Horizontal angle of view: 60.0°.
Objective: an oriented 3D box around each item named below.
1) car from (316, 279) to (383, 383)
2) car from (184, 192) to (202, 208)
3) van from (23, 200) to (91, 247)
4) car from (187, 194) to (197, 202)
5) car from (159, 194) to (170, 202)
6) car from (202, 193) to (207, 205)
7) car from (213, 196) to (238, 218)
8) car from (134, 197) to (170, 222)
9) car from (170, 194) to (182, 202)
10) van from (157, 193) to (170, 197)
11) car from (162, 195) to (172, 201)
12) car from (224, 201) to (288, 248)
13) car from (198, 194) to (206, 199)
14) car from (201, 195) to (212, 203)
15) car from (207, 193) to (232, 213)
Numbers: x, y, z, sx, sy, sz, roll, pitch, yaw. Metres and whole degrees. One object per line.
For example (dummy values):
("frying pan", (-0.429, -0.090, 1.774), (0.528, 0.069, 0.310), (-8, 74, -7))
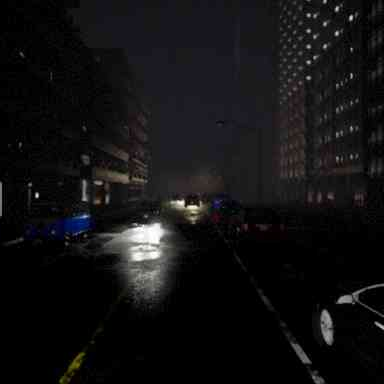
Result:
("car", (2.694, 1.534, 3.332), (2.008, 1.369, 4.403), (0, 0, 0))
("car", (0.009, 1.198, 44.936), (1.882, 1.535, 5.008), (0, 0, 0))
("van", (-5.684, 1.272, 14.377), (1.690, 1.788, 3.998), (0, 0, 0))
("car", (0.012, 1.144, 65.548), (1.837, 1.490, 4.892), (0, 0, 0))
("car", (-5.676, 1.239, 69.436), (1.752, 1.417, 4.829), (0, 0, 0))
("car", (2.702, 1.323, 53.036), (2.008, 1.369, 4.403), (0, 0, 0))
("car", (3.145, 1.347, 28.113), (1.882, 1.535, 5.008), (0, 0, 0))
("car", (-3.095, 1.375, 24.856), (2.128, 1.511, 4.902), (0, 0, 0))
("car", (-2.996, 1.217, 66.327), (1.837, 1.490, 4.892), (0, 0, 0))
("van", (-5.677, 1.073, 64.082), (1.690, 1.788, 3.998), (0, 0, 0))
("car", (-5.676, 1.261, 75.129), (1.947, 1.339, 4.313), (0, 0, 0))
("car", (2.696, 1.370, 14.375), (1.967, 1.590, 4.097), (0, 0, 0))
("car", (2.708, 1.213, 91.696), (1.947, 1.339, 4.313), (0, 0, 0))
("car", (2.704, 1.298, 64.081), (1.947, 1.339, 4.313), (0, 0, 0))
("car", (3.113, 1.070, 35.143), (2.150, 2.045, 5.566), (0, 0, 0))
